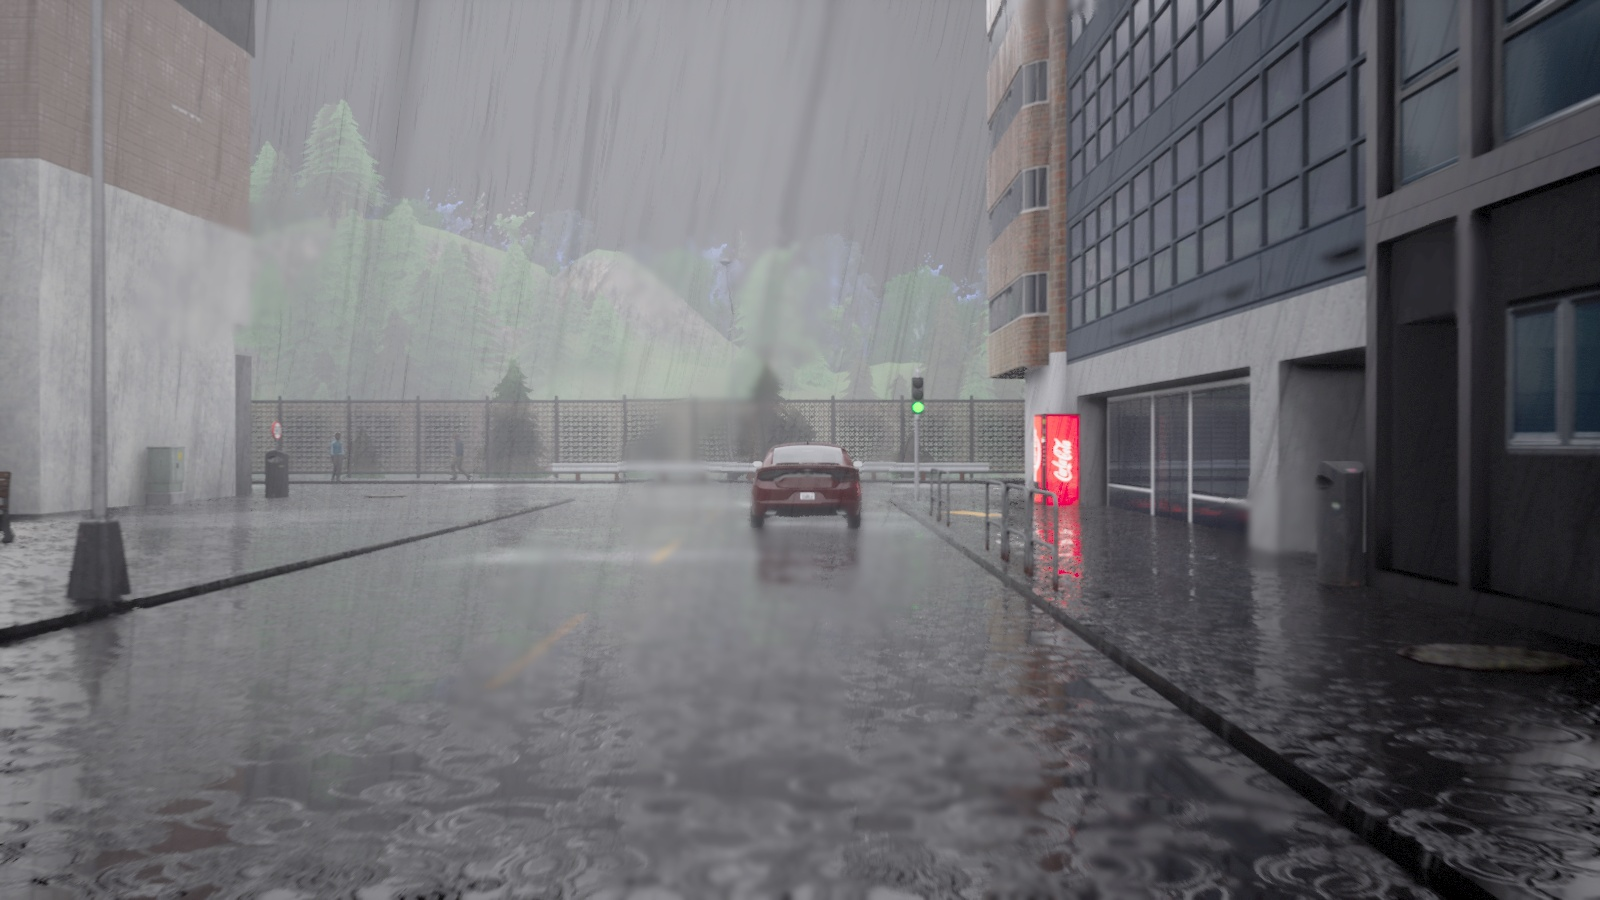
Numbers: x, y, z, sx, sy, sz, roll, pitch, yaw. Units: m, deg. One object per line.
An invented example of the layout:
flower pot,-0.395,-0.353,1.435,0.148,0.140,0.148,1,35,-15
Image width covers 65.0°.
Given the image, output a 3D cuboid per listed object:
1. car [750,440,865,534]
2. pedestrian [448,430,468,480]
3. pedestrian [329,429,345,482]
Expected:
car,0.142,0.595,22.932,1.882,1.535,5.008,0,0,0
pedestrian,-12.685,0.184,46.555,0.726,1.842,0.402,0,0,-14
pedestrian,-16.967,0.183,46.003,0.396,1.930,0.692,0,0,-35
